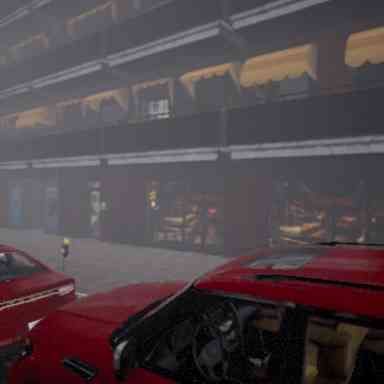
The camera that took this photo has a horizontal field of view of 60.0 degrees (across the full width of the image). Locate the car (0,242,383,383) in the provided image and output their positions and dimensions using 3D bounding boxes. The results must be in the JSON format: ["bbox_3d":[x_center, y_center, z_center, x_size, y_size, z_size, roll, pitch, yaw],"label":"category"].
[{"bbox_3d":[0.827,1.313,2.226,5.009,1.841,2.192,0,1,35],"label":"car"}]
